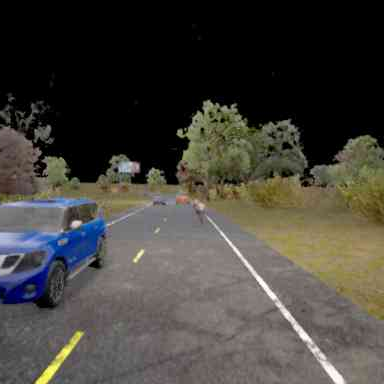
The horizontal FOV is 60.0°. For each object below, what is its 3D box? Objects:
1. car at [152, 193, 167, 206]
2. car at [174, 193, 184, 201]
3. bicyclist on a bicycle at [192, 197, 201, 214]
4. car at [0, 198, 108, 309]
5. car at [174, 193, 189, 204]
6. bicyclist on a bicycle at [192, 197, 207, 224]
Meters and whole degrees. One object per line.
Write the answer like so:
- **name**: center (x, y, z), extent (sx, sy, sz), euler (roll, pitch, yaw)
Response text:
- **car**: center (-4.950, 1.289, 50.812), extent (1.837, 1.490, 4.892), euler (0, 0, -3)
- **car**: center (-2.845, 1.016, 73.855), extent (2.097, 1.767, 4.553), euler (0, 0, -4)
- **bicyclist on a bicycle**: center (0.413, 1.303, 32.235), extent (0.866, 1.612, 1.509), euler (0, 0, -2)
- **car**: center (-3.655, 1.191, 8.141), extent (2.150, 2.045, 5.566), euler (0, 0, -1)
- **car**: center (-1.577, 1.105, 56.066), extent (2.097, 1.767, 4.553), euler (0, 0, -3)
- **bicyclist on a bicycle**: center (0.633, 1.345, 22.814), extent (0.866, 1.612, 1.509), euler (0, 0, -1)
